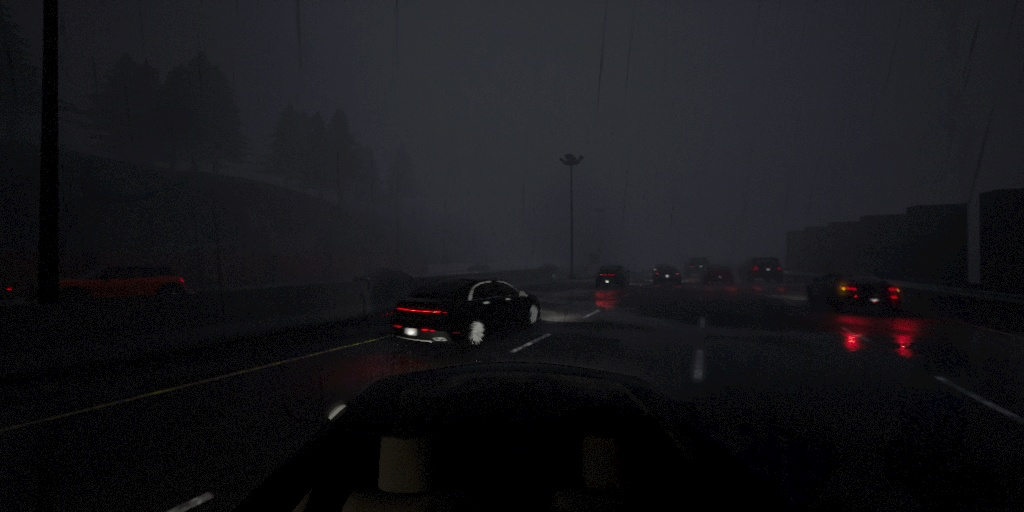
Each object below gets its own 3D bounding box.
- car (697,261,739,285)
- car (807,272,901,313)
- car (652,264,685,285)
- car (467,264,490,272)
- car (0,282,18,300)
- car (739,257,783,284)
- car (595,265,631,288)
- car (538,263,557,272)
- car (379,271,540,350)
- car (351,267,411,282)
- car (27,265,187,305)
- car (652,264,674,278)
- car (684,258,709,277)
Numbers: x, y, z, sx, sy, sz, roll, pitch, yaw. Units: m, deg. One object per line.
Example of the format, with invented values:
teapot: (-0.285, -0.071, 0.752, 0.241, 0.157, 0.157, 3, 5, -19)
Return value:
car: (15.759, 1.384, 27.703, 1.882, 1.535, 5.008, 0, 0, 23)
car: (13.594, 1.346, 14.480, 1.812, 1.442, 4.674, 0, -1, 26)
car: (12.177, 1.476, 28.191, 1.994, 1.385, 4.181, 0, -1, 23)
car: (-4.865, 1.764, 52.747, 1.895, 1.301, 4.718, 0, 0, 17)
car: (-22.961, 1.400, 13.318, 2.033, 1.411, 5.357, 0, 0, 29)
car: (20.235, 1.134, 29.354, 2.150, 2.045, 5.566, 0, 0, 22)
car: (7.195, 1.406, 25.503, 1.837, 1.490, 4.892, 0, 0, 24)
car: (4.834, 1.659, 48.670, 1.895, 1.301, 4.718, 0, 0, 18)
car: (-0.894, 1.307, 9.437, 1.837, 1.490, 4.892, 0, 0, 29)
car: (-8.919, 1.477, 24.724, 1.994, 1.385, 4.181, 0, 0, 27)
car: (-17.575, 1.215, 15.853, 2.097, 1.767, 4.553, 0, 0, 29)
car: (16.315, 1.544, 38.872, 1.994, 1.385, 4.181, 0, 0, 20)
car: (19.985, 1.197, 38.734, 2.150, 2.045, 5.566, 0, 0, 20)
